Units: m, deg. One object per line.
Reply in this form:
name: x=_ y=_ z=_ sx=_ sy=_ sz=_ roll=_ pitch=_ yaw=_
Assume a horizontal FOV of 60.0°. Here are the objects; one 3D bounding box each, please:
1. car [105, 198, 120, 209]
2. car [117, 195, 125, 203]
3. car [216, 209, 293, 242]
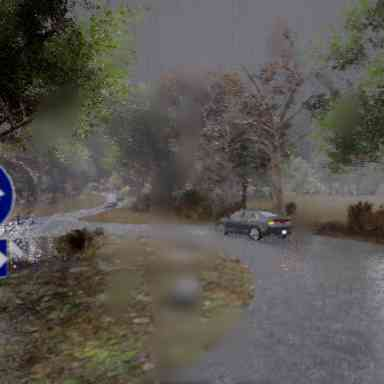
car: x=-16.115 y=2.522 z=66.317 sx=1.994 sy=1.385 sz=4.181 roll=-2 pitch=0 yaw=-5
car: x=-19.820 y=1.845 z=92.728 sx=2.150 sy=2.045 sz=5.566 roll=-1 pitch=2 yaw=-11
car: x=3.147 y=1.677 z=17.727 sx=1.837 sy=1.490 sz=4.892 roll=1 pitch=-2 yaw=-29
